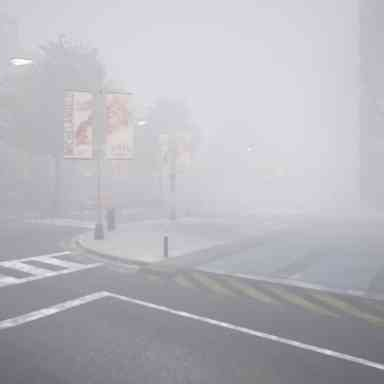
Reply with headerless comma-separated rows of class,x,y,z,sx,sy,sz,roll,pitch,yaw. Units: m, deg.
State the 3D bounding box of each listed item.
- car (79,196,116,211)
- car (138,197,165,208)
car,-11.477,1.332,40.577,2.097,1.767,4.553,0,0,35
car,-5.810,1.506,48.591,1.812,1.442,4.674,0,0,35
